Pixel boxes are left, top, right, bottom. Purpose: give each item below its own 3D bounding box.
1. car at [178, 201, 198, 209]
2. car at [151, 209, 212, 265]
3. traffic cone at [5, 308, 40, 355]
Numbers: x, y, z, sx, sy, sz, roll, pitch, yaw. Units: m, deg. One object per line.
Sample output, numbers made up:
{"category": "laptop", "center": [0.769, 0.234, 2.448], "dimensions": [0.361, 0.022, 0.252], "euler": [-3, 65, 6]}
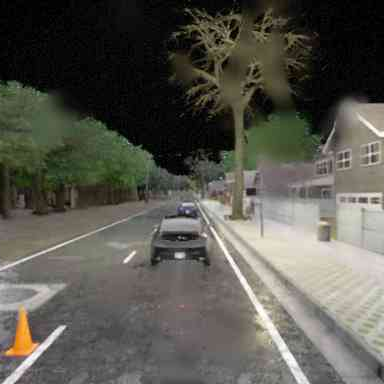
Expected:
{"category": "car", "center": [-0.399, 1.661, 33.095], "dimensions": [1.812, 1.442, 4.674], "euler": [0, 0, 0]}
{"category": "car", "center": [-0.347, 1.555, 11.818], "dimensions": [1.837, 1.490, 4.892], "euler": [0, 0, 0]}
{"category": "traffic cone", "center": [-2.441, 1.979, 4.805], "dimensions": [0.340, 0.580, 0.340], "euler": [0, 0, 0]}
